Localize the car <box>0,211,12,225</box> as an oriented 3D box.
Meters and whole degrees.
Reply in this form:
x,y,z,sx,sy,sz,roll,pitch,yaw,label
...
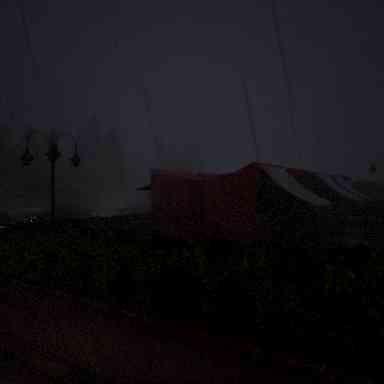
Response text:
x,y,z,sx,sy,sz,roll,pitch,yaw,label
-16.254,1.925,25.544,1.994,1.385,4.181,-1,0,36,car

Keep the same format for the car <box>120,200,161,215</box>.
x,y,z,sx,sy,sz,roll,pitch,yaw,label
-6.041,1.836,39.629,1.882,1.535,5.008,-1,0,36,car

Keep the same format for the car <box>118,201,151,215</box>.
x,y,z,sx,sy,sz,roll,pitch,yaw,label
-5.456,1.798,34.471,1.882,1.535,5.008,-1,0,36,car

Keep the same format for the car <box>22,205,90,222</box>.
x,y,z,sx,sy,sz,roll,pitch,yaw,label
-11.026,1.827,26.778,1.837,1.490,4.892,-1,0,36,car

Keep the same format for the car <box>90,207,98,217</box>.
x,y,z,sx,sy,sz,roll,pitch,yaw,label
-11.313,1.924,32.346,1.994,1.385,4.181,-1,0,36,car
